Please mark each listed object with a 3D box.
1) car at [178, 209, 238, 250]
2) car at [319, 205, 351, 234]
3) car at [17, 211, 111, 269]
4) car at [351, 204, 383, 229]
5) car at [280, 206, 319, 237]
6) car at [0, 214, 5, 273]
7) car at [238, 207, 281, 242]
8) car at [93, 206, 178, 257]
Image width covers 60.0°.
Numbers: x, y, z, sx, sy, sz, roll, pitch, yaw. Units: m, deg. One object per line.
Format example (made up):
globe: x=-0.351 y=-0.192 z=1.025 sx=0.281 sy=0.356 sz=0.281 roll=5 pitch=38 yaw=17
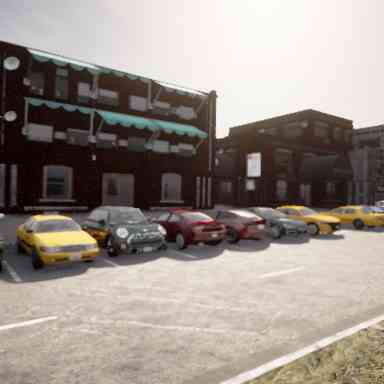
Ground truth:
car: x=-0.539 y=1.548 z=14.960 sx=2.097 sy=1.535 sz=5.008 roll=1 pitch=0 yaw=-35
car: x=6.355 y=1.611 z=19.869 sx=2.097 sy=1.535 sz=5.008 roll=1 pitch=0 yaw=-35
car: x=-4.866 y=1.502 z=11.667 sx=1.946 sy=1.575 sz=5.366 roll=1 pitch=0 yaw=-35
car: x=10.781 y=1.655 z=23.233 sx=1.946 sy=1.575 sz=5.366 roll=1 pitch=0 yaw=-35
car: x=3.987 y=1.591 z=18.189 sx=2.231 sy=1.521 sz=4.892 roll=1 pitch=0 yaw=-35
car: x=-7.223 y=1.227 z=10.183 sx=2.435 sy=2.045 sz=5.566 roll=1 pitch=0 yaw=-35
car: x=1.707 y=1.599 z=16.598 sx=2.163 sy=1.488 sz=4.792 roll=1 pitch=0 yaw=-35
car: x=-2.825 y=1.401 z=13.382 sx=2.185 sy=1.767 sz=4.553 roll=1 pitch=0 yaw=-35
